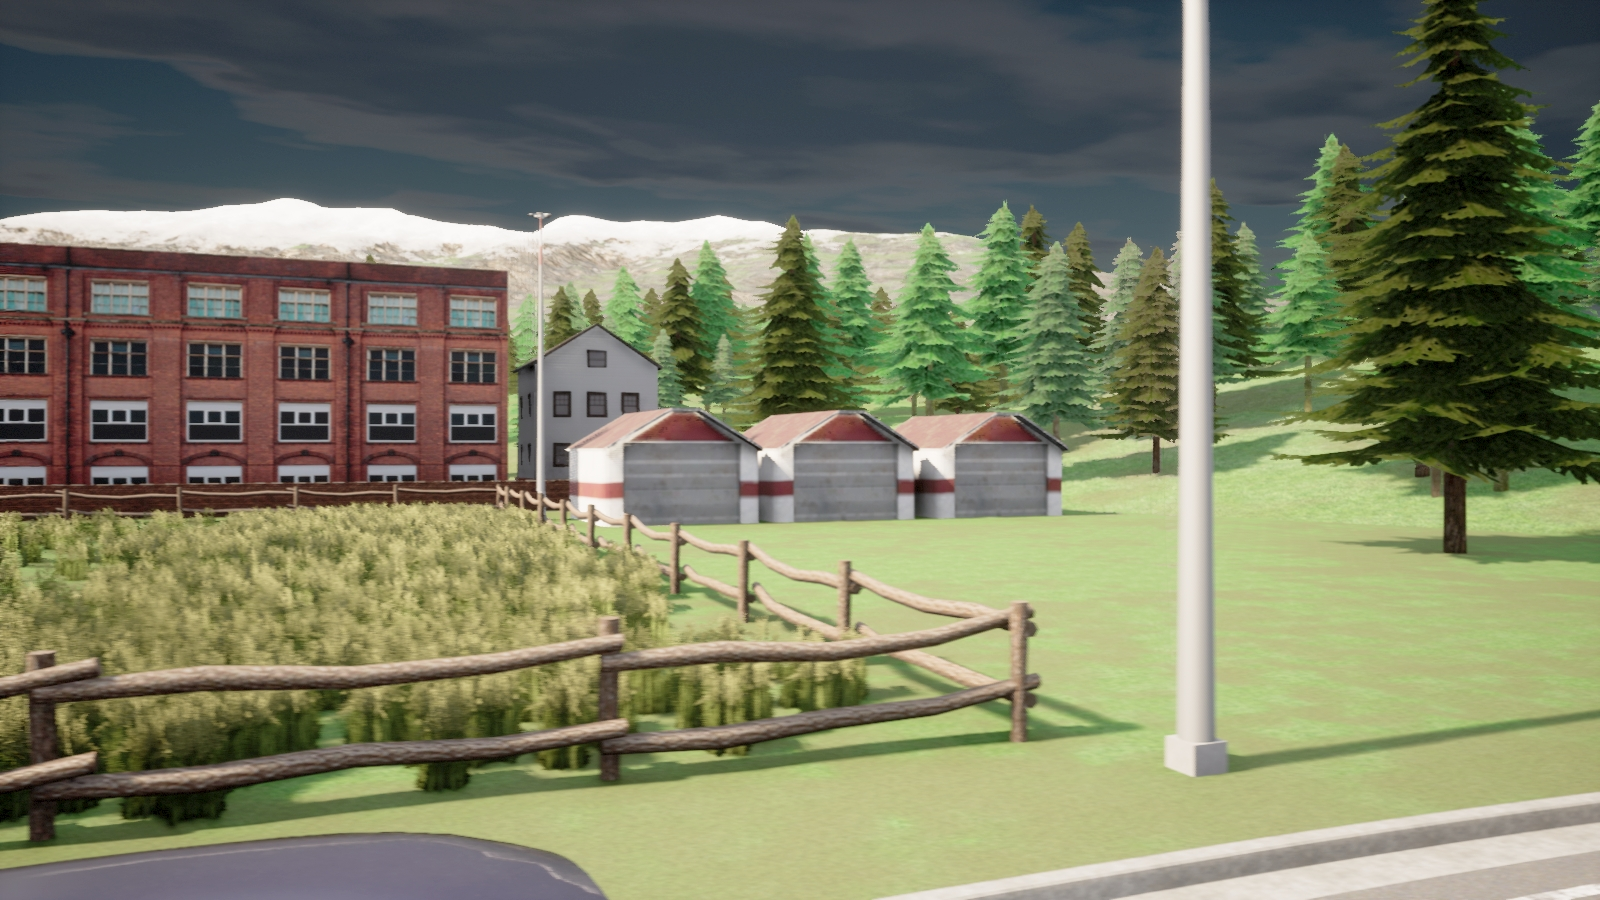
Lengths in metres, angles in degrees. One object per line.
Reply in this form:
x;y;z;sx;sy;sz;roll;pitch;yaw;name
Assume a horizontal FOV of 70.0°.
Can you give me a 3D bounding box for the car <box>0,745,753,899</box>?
-2.448;1.968;2.509;4.611;1.667;2.242;0;0;-21;car
